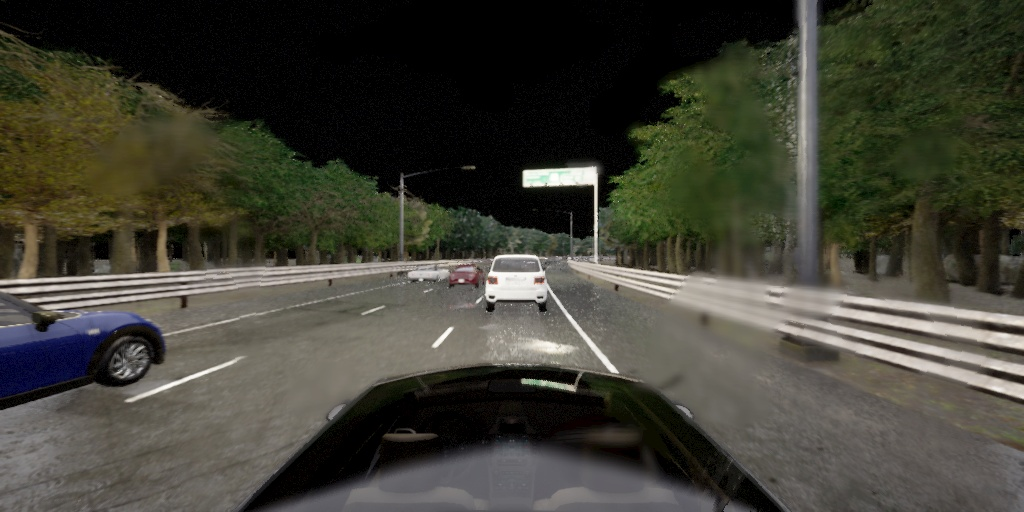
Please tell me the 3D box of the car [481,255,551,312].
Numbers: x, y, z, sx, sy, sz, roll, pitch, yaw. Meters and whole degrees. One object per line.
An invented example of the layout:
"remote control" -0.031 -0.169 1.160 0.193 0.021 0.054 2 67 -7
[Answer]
"car" 0.221 0.977 14.515 2.150 2.045 5.566 0 0 2

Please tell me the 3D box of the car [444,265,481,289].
"car" -2.807 1.275 23.178 1.812 1.442 4.674 0 0 3

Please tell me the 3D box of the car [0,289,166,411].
"car" -6.871 1.087 4.096 2.097 1.767 4.553 0 0 0

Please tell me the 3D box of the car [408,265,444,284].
"car" -6.165 1.345 27.137 1.895 1.301 4.718 0 0 4
